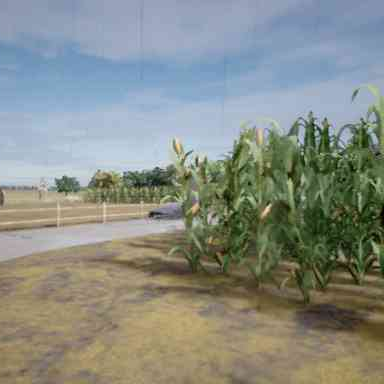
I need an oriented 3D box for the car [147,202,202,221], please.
[{"bbox_3d":[-1.277,1.509,27.166,2.033,1.411,5.357,1,0,35],"label":"car"}]
